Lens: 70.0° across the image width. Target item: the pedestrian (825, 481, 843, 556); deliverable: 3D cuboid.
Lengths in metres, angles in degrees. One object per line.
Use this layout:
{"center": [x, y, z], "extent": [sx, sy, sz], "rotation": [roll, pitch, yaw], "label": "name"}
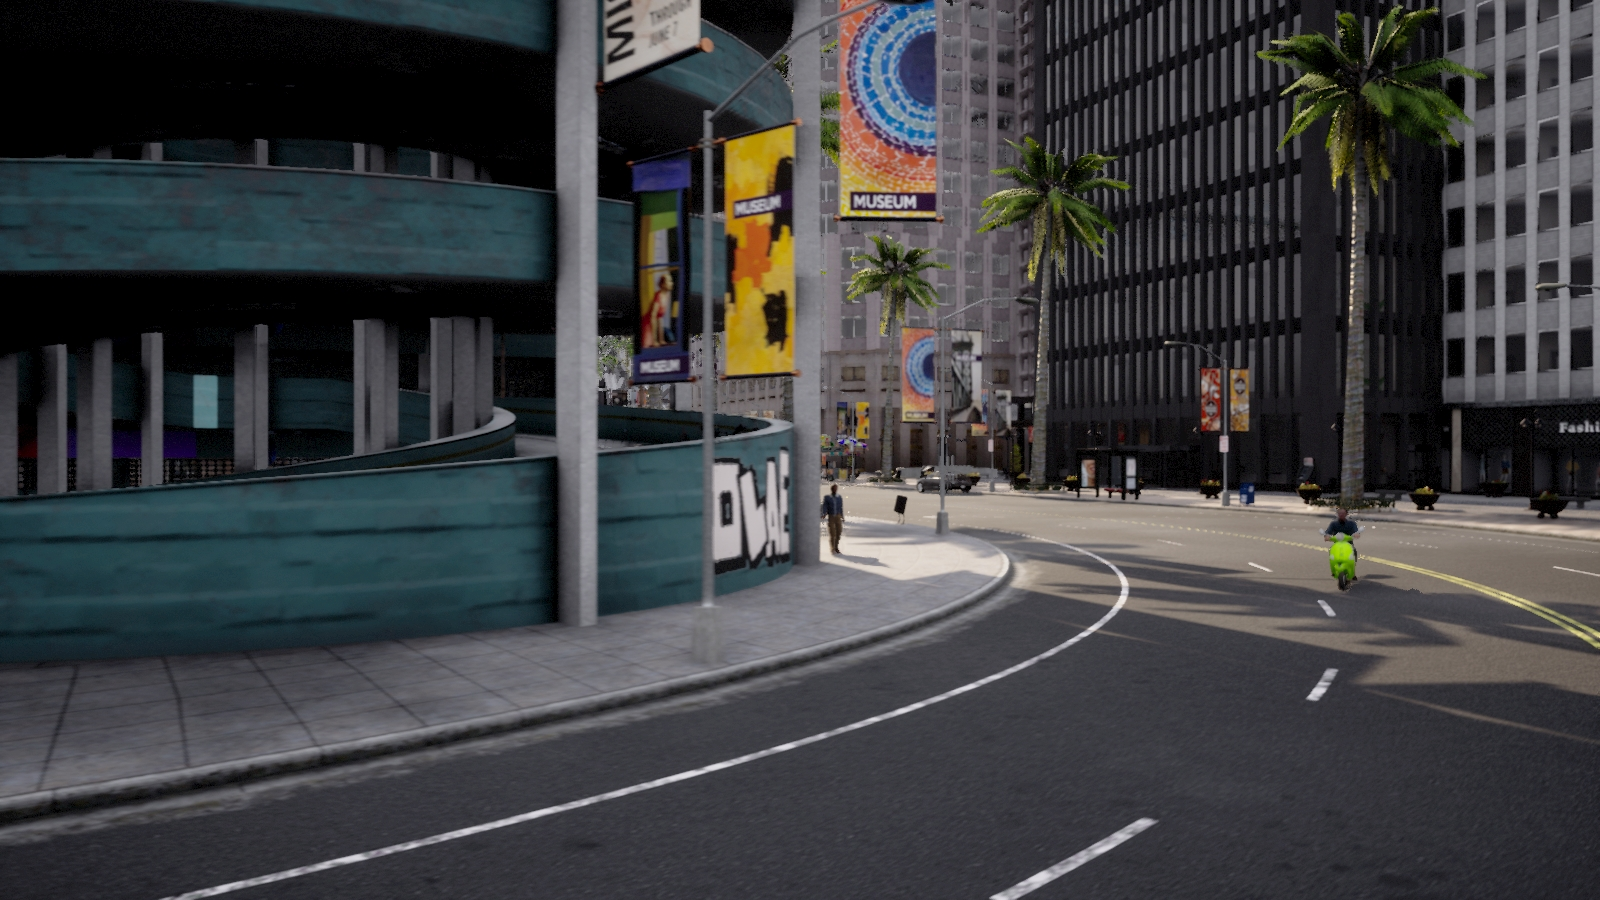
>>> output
{"center": [0.856, 1.704, 28.575], "extent": [0.375, 1.860, 0.375], "rotation": [0, 0, -13], "label": "pedestrian"}
